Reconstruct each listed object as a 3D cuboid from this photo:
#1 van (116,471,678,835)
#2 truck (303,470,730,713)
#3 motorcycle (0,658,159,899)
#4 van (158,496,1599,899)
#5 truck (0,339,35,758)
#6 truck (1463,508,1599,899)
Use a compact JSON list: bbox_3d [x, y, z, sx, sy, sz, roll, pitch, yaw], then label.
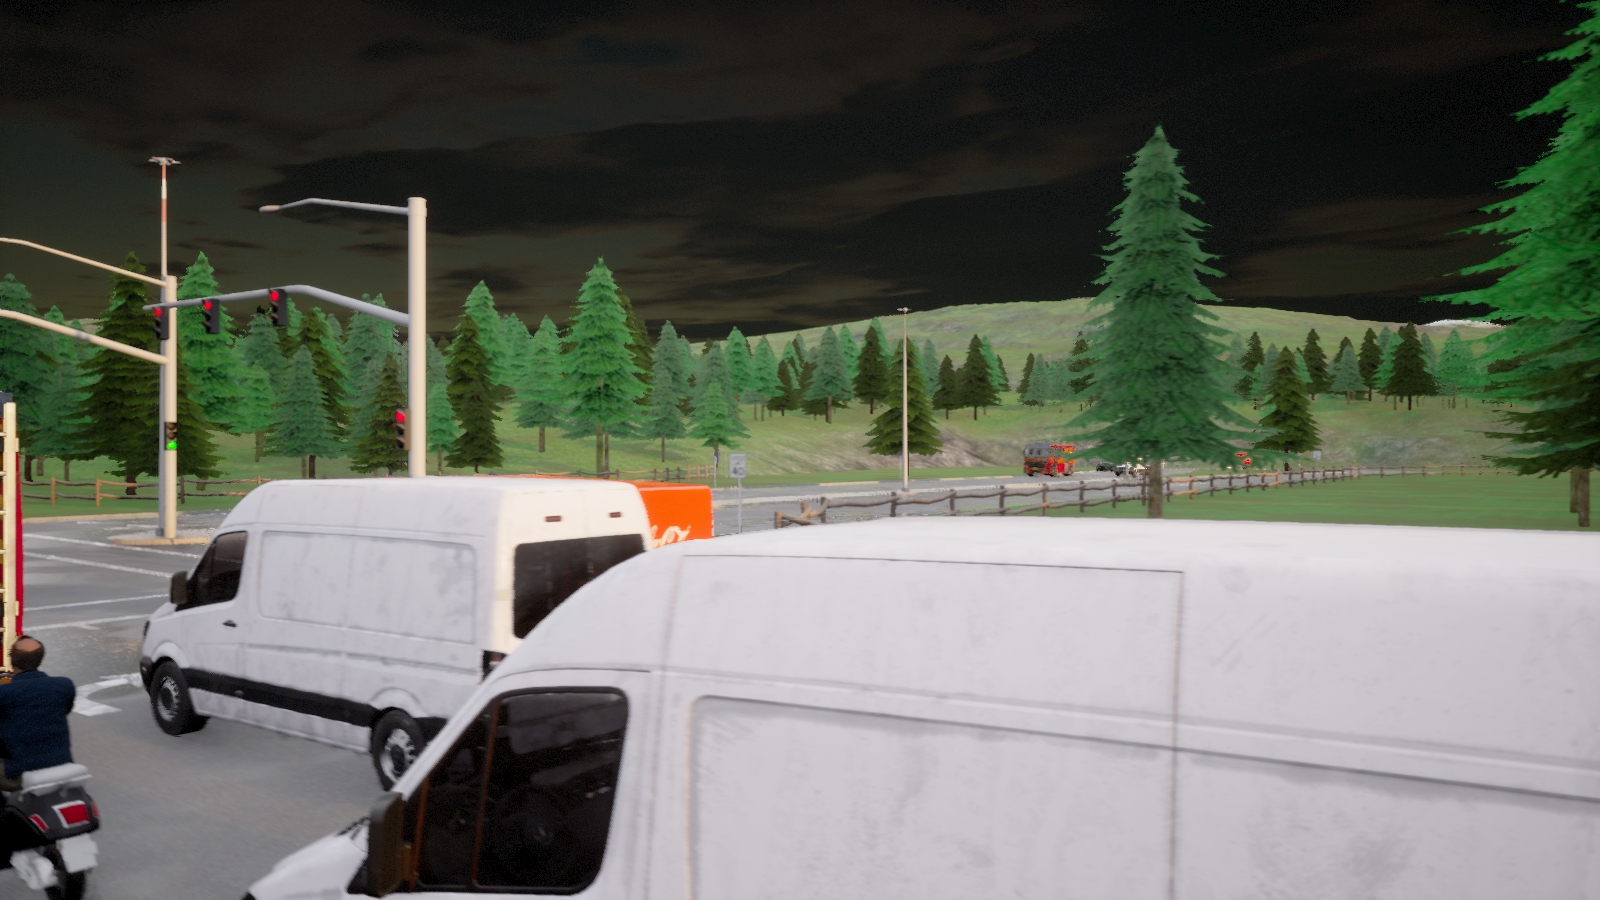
[{"bbox_3d":[-4.061,1.537,10.904,5.915,2.561,1.988,0,0,35],"label":"van"},{"bbox_3d":[-3.797,1.584,14.974,5.204,2.467,2.627,1,1,35],"label":"truck"},{"bbox_3d":[-5.004,2.144,7.322,1.805,1.316,0.856,0,0,35],"label":"motorcycle"},{"bbox_3d":[0.485,1.535,3.970,5.915,2.561,1.988,0,0,30],"label":"van"},{"bbox_3d":[-11.462,0.894,11.862,8.468,3.827,2.891,0,0,34],"label":"truck"},{"bbox_3d":[5.552,1.565,4.169,5.204,2.467,2.627,0,0,35],"label":"truck"}]
